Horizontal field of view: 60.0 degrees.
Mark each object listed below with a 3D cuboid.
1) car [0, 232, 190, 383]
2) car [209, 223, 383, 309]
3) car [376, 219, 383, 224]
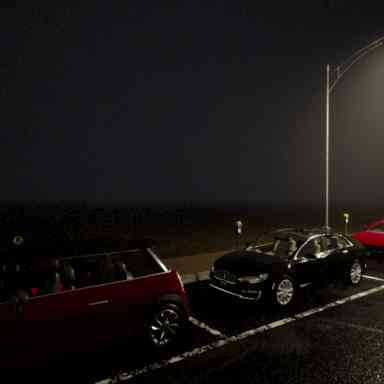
[{"bbox_3d":[-2.111,1.440,4.581,4.097,1.590,1.967,0,1,-35],"label":"car"},{"bbox_3d":[2.395,1.552,7.797,4.403,1.369,2.008,0,1,-35],"label":"car"},{"bbox_3d":[6.902,1.547,11.012,4.507,1.381,1.887,0,1,-35],"label":"car"}]
